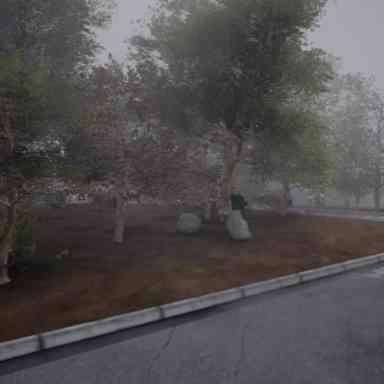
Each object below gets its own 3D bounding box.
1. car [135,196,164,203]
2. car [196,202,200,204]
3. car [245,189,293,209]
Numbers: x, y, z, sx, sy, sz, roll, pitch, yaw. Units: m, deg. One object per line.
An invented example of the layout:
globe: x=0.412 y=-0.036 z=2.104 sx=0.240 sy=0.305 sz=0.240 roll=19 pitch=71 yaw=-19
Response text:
car: x=-5.070 y=0.577 z=43.669 sx=4.553 sy=1.767 sz=2.097 roll=1 pitch=0 yaw=7
car: x=0.826 y=0.795 z=38.071 sx=4.892 sy=1.490 sz=1.837 roll=2 pitch=-2 yaw=34
car: x=7.953 y=0.684 z=35.108 sx=2.150 sy=2.045 sz=5.566 roll=1 pitch=1 yaw=-38
